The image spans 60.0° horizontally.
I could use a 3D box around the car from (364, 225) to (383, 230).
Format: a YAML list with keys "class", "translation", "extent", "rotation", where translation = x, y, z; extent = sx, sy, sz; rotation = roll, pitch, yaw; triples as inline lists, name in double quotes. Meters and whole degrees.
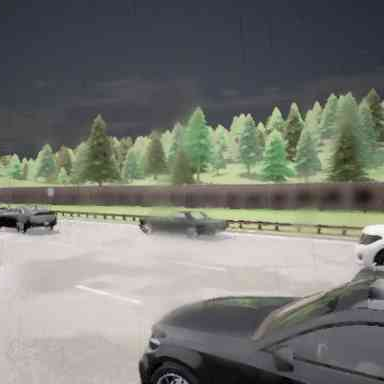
- class: "car"
  translation: [6.884, 1.218, 7.680]
  extent: [5.566, 2.045, 2.150]
  rotation: [0, 0, 36]

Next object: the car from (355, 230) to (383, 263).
- class: "car"
  translation: [5.131, 1.543, 4.631]
  extent: [5.357, 1.411, 2.033]
  rotation: [0, 0, 36]

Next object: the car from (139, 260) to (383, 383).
- class: "car"
  translation: [1.642, 1.526, 2.822]
  extent: [4.674, 1.442, 1.812]
  rotation: [0, 0, 36]

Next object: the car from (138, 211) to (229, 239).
- class: "car"
  translation: [-0.563, 1.623, 17.296]
  extent: [4.718, 1.301, 1.895]
  rotation: [0, 0, 36]

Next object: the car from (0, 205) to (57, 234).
- class: "car"
  translation: [-9.987, 1.534, 19.722]
  extent: [4.902, 1.511, 2.128]
  rotation: [0, 0, 36]
